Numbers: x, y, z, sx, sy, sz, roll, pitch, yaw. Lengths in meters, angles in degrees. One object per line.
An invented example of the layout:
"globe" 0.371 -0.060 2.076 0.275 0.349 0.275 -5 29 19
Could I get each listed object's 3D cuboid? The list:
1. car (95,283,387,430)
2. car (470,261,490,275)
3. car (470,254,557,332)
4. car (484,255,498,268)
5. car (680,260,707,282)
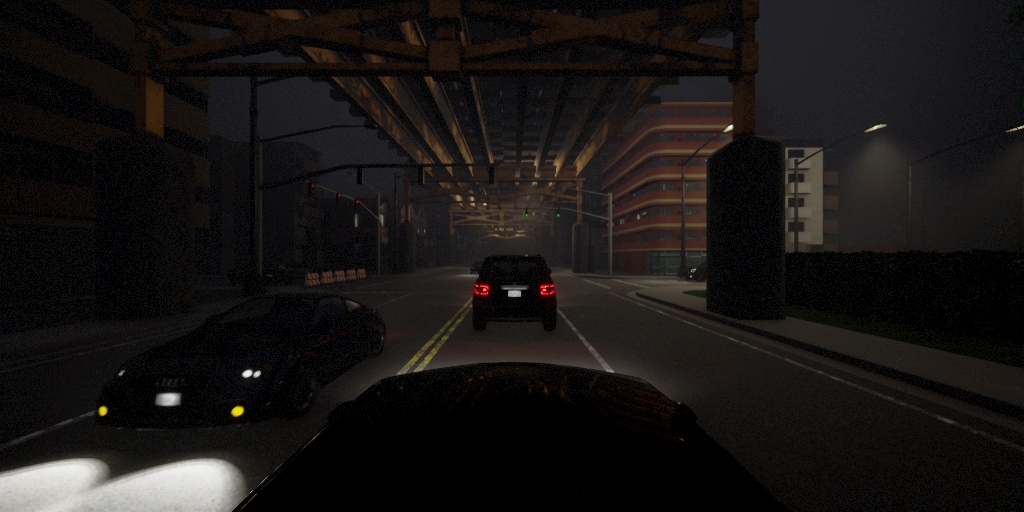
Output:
"car" -3.585 1.313 5.739 1.994 1.385 4.181 0 0 0
"car" -3.565 1.268 40.671 1.812 1.442 4.674 0 0 0
"car" 0.077 0.970 11.033 2.150 2.045 5.566 0 0 0
"car" -3.528 0.944 61.503 2.150 2.045 5.566 0 0 0
"car" 15.679 1.097 28.057 4.553 1.767 2.097 0 0 0
